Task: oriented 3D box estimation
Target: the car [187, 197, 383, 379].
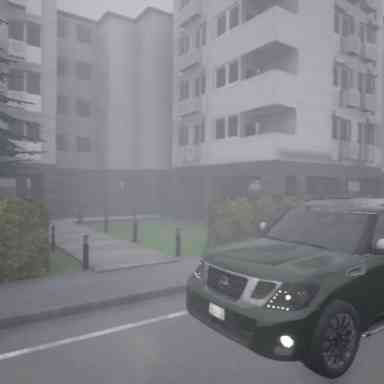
[{"bbox_3d":[2.607,1.144,5.731,5.566,2.045,2.150,0,1,-34],"label":"car"}]
